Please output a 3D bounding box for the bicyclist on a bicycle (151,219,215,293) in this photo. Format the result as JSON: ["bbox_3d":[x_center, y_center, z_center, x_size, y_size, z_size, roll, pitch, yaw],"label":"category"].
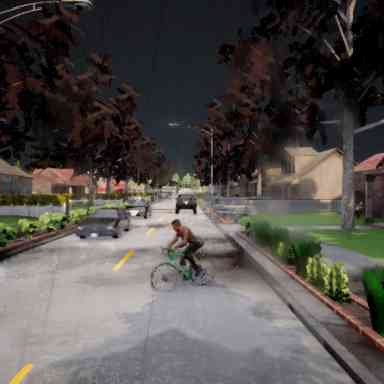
[{"bbox_3d":[-0.191,1.440,7.642,1.656,1.620,0.582,-2,1,-26],"label":"bicyclist on a bicycle"}]

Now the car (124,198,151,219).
[{"bbox_3d":[-4.631,1.492,28.849,2.128,1.511,4.902,0,0,-1],"label":"car"}]

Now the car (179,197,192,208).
[{"bbox_3d":[-0.905,1.525,49.034,1.812,1.442,4.674,0,0,-1],"label":"car"}]

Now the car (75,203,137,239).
[{"bbox_3d":[-4.427,1.547,17.505,2.033,1.411,5.357,0,0,-1],"label":"car"}]

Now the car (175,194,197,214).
[{"bbox_3d":[-0.633,1.219,36.216,2.150,2.045,5.566,0,0,-1],"label":"car"}]
